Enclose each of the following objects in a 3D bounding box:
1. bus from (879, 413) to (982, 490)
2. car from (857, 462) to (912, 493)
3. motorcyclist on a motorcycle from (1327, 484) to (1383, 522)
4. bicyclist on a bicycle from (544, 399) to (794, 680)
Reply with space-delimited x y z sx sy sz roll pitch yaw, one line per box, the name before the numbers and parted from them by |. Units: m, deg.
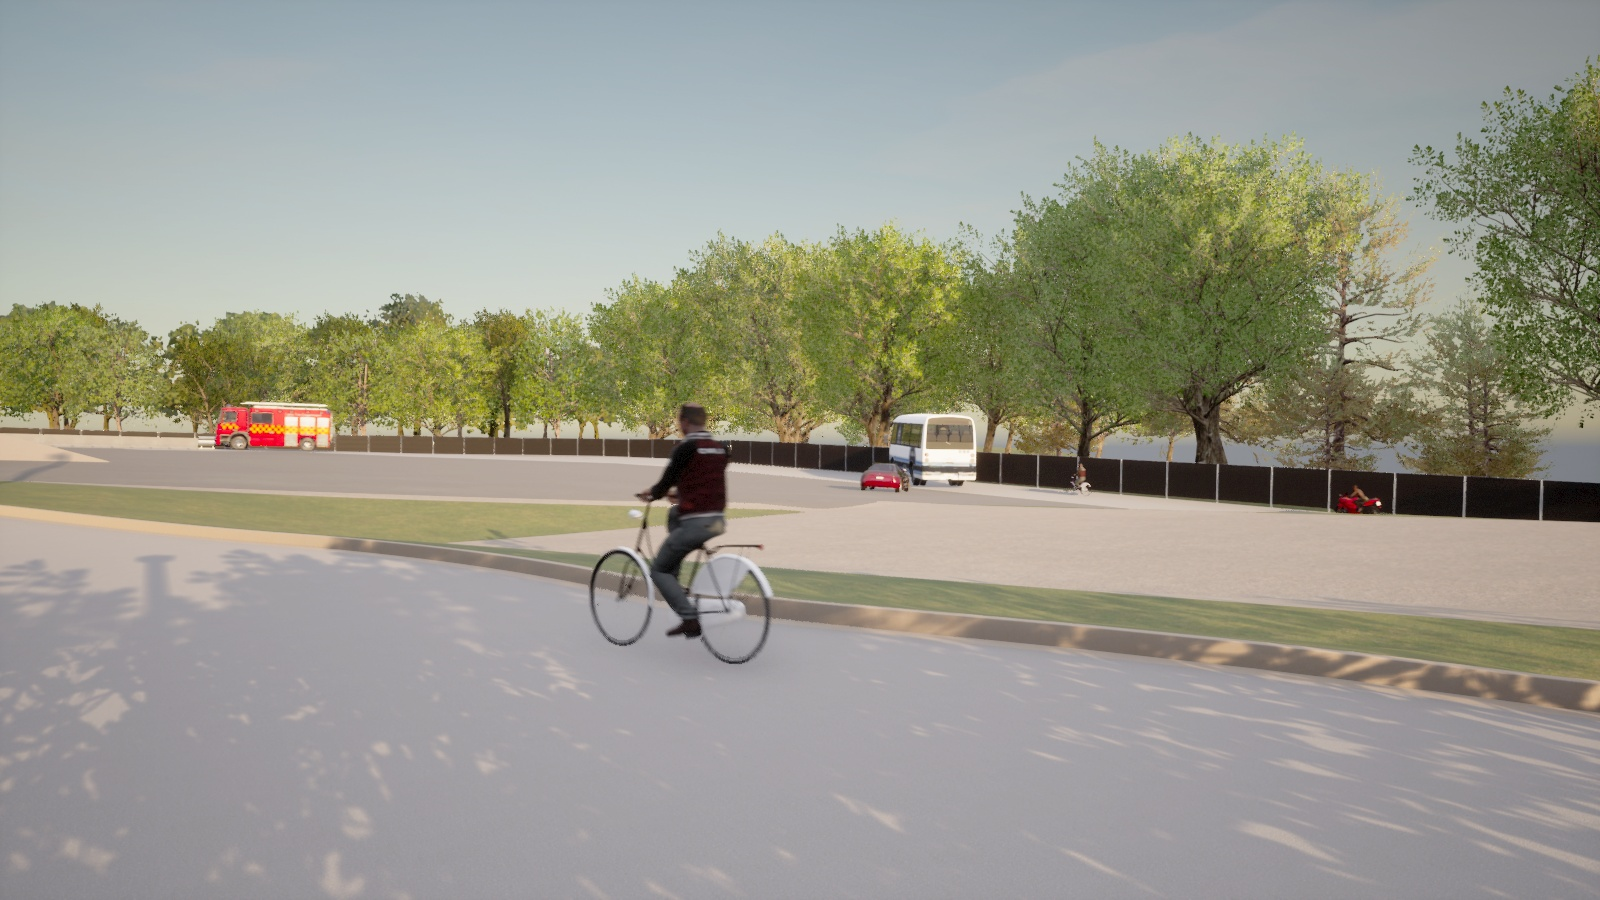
bus | 7.811 -0.061 77.025 3.944 4.253 10.273 1 2 -7
car | 4.167 1.324 61.375 1.994 1.385 4.181 3 0 12
motorcyclist on a motorcycle | 24.313 2.318 55.044 0.797 1.523 2.044 0 2 -39
bicyclist on a bicycle | -0.953 0.557 8.785 1.843 1.776 0.659 1 0 42
